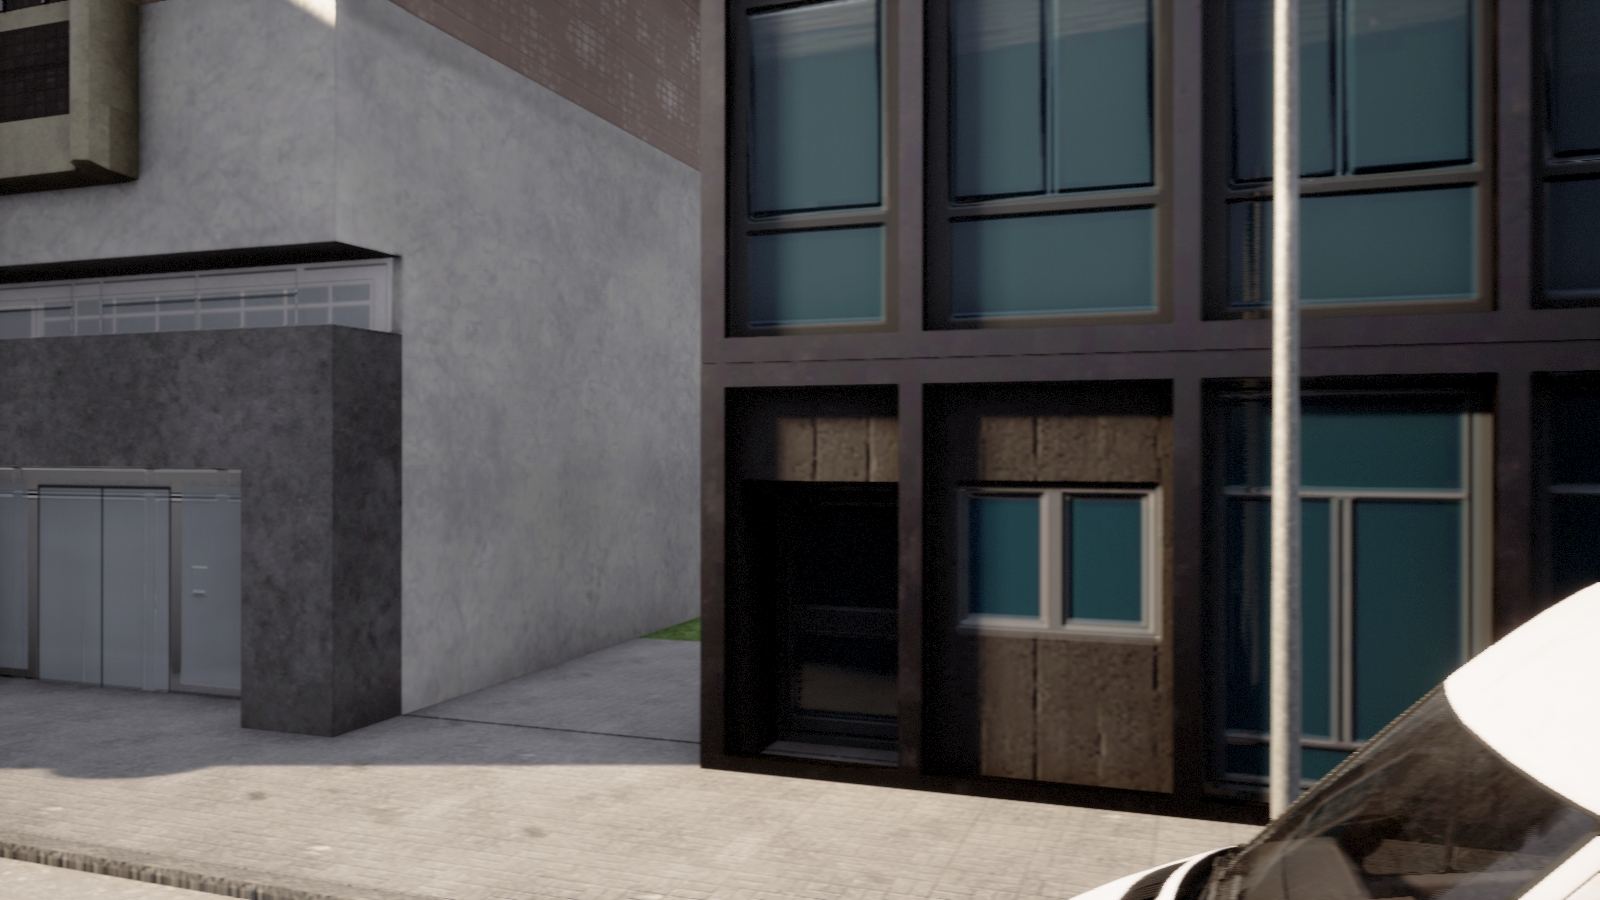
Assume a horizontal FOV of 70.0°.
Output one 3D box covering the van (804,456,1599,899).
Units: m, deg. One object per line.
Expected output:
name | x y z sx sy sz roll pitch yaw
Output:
van | 3.128 1.316 2.651 5.915 2.561 1.988 0 0 20
